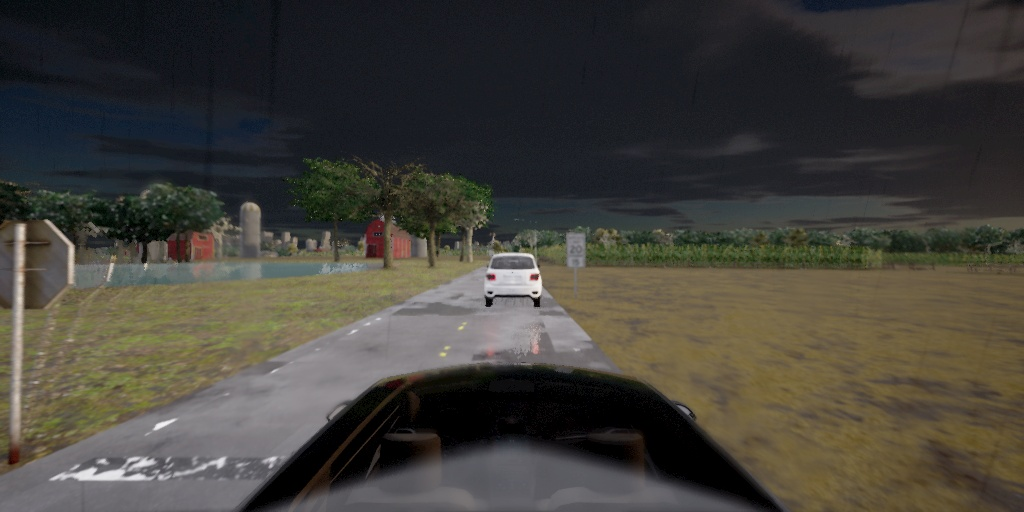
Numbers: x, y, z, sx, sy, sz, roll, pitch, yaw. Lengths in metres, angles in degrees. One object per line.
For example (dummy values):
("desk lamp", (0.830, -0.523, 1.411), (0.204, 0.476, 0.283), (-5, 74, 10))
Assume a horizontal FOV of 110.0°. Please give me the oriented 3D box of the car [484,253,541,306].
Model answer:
("car", (0.055, 0.904, 15.432), (2.150, 2.045, 5.566), (0, 0, 1))
